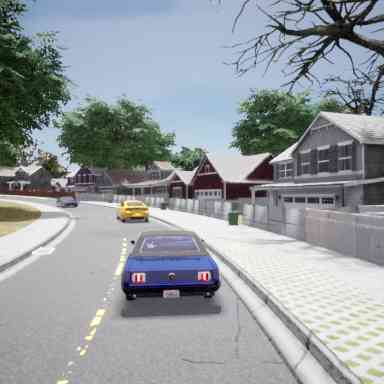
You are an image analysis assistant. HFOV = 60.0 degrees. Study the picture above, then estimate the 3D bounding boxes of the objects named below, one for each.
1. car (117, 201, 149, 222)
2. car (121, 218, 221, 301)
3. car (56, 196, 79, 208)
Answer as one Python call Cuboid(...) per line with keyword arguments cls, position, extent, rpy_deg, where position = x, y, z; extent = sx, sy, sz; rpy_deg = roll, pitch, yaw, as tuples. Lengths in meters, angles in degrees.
Cuboid(cls="car", position=(-4.615, 1.394, 25.552), extent=(1.882, 1.535, 5.008), rpy_deg=(0, 0, -19))
Cuboid(cls="car", position=(-0.607, 1.596, 8.368), extent=(1.895, 1.301, 4.718), rpy_deg=(0, 0, -6))
Cuboid(cls="car", position=(-15.861, 1.258, 42.168), extent=(2.033, 1.411, 5.357), rpy_deg=(0, 1, -32))
